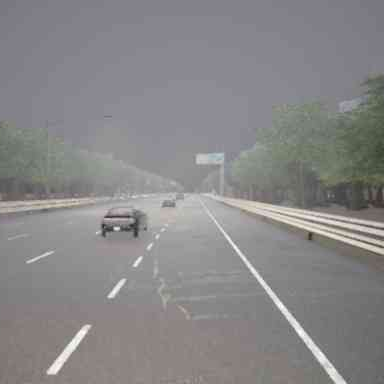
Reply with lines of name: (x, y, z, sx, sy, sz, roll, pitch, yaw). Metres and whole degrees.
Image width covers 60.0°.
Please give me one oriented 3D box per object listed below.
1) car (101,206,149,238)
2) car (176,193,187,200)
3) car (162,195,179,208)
car: (-3.483, 1.495, 17.854, 2.128, 1.511, 4.902, 0, 0, 0)
car: (-3.110, 1.200, 88.618, 2.150, 2.045, 5.566, 0, 0, 0)
car: (-3.373, 1.533, 49.364, 1.812, 1.442, 4.674, 0, 0, 0)
